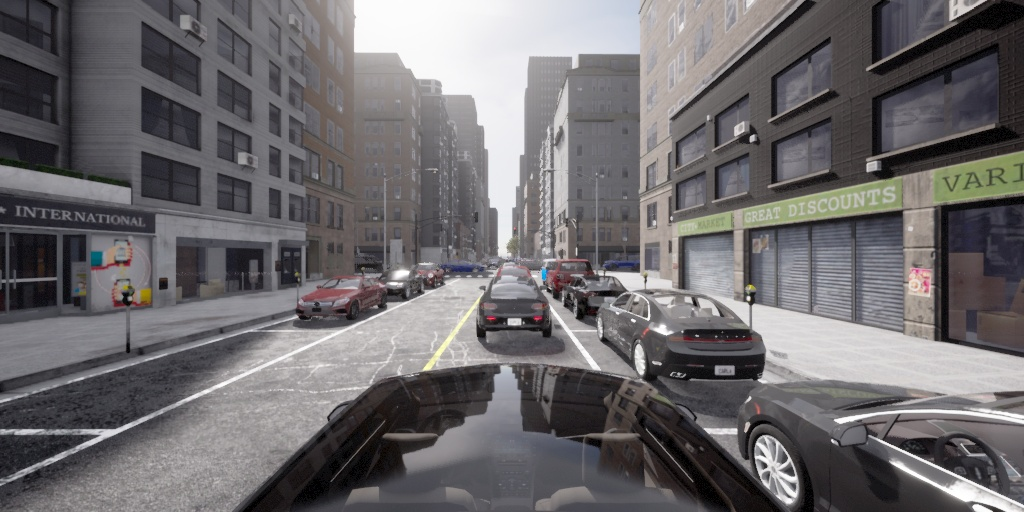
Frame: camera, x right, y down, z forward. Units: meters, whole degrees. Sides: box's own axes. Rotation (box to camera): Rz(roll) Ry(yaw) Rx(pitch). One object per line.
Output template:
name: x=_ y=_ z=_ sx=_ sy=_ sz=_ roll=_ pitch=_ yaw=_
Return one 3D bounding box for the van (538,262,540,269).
van: x=2.846 y=1.090 z=23.564 sx=1.690 sy=1.789 sz=3.998 roll=0 pitch=0 yaw=0

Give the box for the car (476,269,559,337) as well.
car: x=0.032 y=1.276 z=10.159 sx=1.812 sy=1.442 sz=4.674 roll=0 pitch=0 yaw=-1

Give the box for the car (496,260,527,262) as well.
car: x=0.048 y=1.255 z=27.746 sx=1.837 sy=1.490 sz=4.892 roll=0 pitch=0 yaw=2

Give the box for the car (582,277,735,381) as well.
car: x=2.856 y=1.300 z=6.993 sx=2.007 sy=1.370 sz=4.403 roll=0 pitch=0 yaw=0

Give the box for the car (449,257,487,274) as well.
car: x=-5.611 y=1.224 z=40.299 sx=5.008 sy=1.535 sz=1.882 roll=0 pitch=0 yaw=0

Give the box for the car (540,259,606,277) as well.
car: x=2.849 y=1.064 z=18.041 sx=2.192 sy=1.841 sz=5.009 roll=0 pitch=0 yaw=0

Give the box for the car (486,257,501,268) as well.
car: x=-3.273 y=1.317 z=62.081 sx=2.033 sy=1.411 sz=5.357 roll=0 pitch=0 yaw=-1

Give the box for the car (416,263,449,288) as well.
car: x=-5.680 y=1.189 z=23.554 sx=1.967 sy=1.591 sz=4.097 roll=0 pitch=0 yaw=0

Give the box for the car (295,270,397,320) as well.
car: x=-5.673 y=1.332 z=12.504 sx=1.802 sy=1.307 sz=4.207 roll=0 pitch=0 yaw=0

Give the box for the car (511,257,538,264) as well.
car: x=2.526 y=1.233 z=43.603 sx=4.902 sy=1.511 sz=2.128 roll=0 pitch=0 yaw=0

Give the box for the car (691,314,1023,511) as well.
car: x=2.859 y=1.300 z=1.470 sx=2.007 sy=1.370 sz=4.403 roll=0 pitch=0 yaw=0

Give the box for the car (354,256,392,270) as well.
car: x=-17.309 y=0.987 z=43.479 sx=5.566 sy=2.045 sz=2.150 roll=0 pitch=0 yaw=0

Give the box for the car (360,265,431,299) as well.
car: x=-5.677 y=1.316 z=18.029 sx=1.948 sy=1.339 sz=4.313 roll=0 pitch=0 yaw=0

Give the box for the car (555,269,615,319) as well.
car: x=2.852 y=1.315 z=12.517 sx=1.948 sy=1.339 sz=4.313 roll=0 pitch=0 yaw=0

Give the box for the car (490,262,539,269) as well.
car: x=0.089 y=1.227 z=17.574 sx=1.882 sy=1.535 sz=5.008 roll=0 pitch=0 yaw=0

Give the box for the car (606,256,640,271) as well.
car: x=14.804 y=0.959 z=47.105 sx=5.566 sy=2.045 sz=2.150 roll=0 pitch=0 yaw=1
